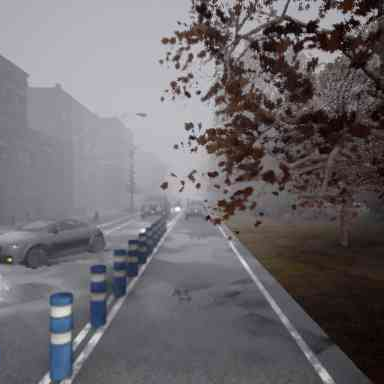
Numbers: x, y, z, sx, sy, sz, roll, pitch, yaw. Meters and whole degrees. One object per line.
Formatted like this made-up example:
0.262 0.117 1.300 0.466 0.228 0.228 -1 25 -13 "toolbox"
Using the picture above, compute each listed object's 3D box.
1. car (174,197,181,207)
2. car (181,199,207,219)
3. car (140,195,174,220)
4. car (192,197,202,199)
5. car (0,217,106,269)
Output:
-2.622 1.500 50.714 2.128 1.511 4.902 0 0 2 "car"
0.360 1.579 28.982 2.033 1.411 5.357 0 0 1 "car"
-3.081 1.253 29.219 2.150 2.045 5.566 0 0 1 "car"
0.717 1.488 47.932 1.882 1.535 5.008 0 0 1 "car"
-4.945 1.597 11.493 1.994 1.385 4.181 0 0 26 "car"
